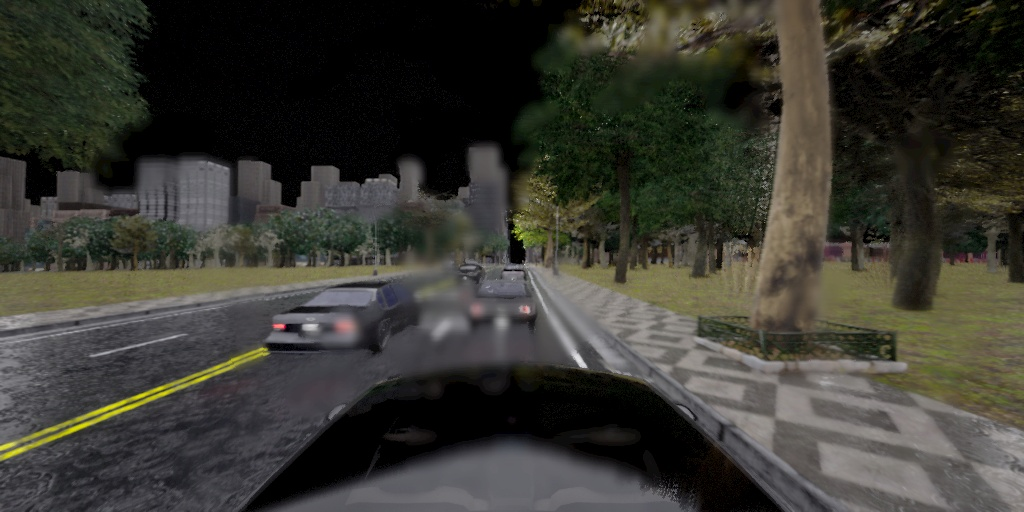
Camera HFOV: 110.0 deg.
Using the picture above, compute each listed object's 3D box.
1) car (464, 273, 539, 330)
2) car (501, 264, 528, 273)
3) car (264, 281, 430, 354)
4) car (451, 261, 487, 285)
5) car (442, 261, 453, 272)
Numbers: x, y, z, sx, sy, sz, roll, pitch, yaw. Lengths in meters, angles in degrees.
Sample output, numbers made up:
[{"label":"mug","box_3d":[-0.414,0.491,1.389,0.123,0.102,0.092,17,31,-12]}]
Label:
[{"label":"car","box_3d":[-0.214,1.385,11.197,1.895,1.301,4.718,0,0,1]},{"label":"car","box_3d":[0.157,1.363,27.506,2.128,1.511,4.902,0,0,2]},{"label":"car","box_3d":[-3.507,1.323,8.839,2.033,1.411,5.357,0,0,1]},{"label":"car","box_3d":[-3.089,1.380,27.689,1.837,1.490,4.892,0,0,2]},{"label":"car","box_3d":[-8.989,1.560,52.793,1.837,1.490,4.892,0,-1,2]}]
